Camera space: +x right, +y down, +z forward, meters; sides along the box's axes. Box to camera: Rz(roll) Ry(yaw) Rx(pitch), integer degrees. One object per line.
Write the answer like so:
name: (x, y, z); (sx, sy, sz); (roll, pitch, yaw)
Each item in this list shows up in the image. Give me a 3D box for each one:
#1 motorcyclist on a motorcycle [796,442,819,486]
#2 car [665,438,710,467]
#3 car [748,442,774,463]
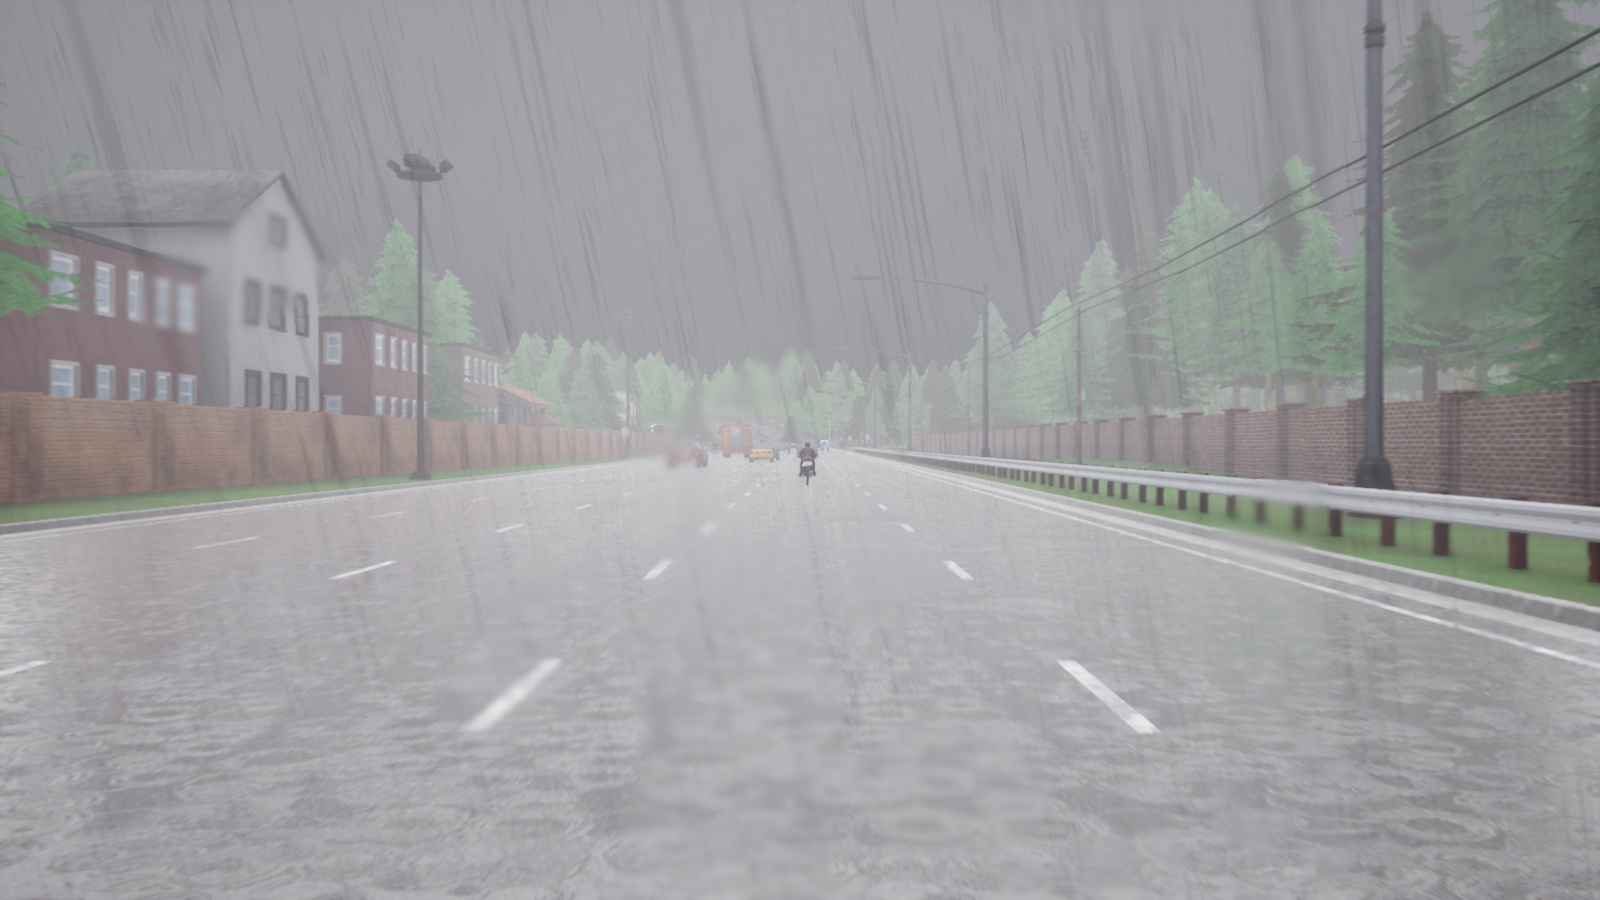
motorcyclist on a motorcycle: (0.268, 0.481, 44.498); (0.797, 1.523, 2.044); (0, 0, 0)
car: (-6.566, 0.109, 73.776); (2.152, 1.651, 5.027); (0, 0, 0)
car: (-2.939, 0.145, 96.245); (1.801, 1.575, 5.366); (0, 0, 0)
